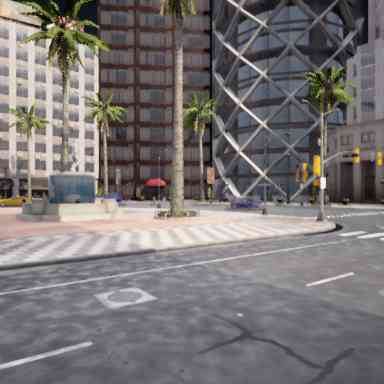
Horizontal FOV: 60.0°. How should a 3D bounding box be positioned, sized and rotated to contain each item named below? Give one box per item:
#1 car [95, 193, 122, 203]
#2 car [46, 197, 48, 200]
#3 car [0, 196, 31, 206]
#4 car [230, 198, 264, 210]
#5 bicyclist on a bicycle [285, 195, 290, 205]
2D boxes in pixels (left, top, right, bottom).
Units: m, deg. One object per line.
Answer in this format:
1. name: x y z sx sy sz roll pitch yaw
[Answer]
1. car: -15.281 1.209 59.412 5.566 2.045 2.150 0 0 3
2. car: -25.572 1.593 58.838 4.718 1.301 1.895 0 0 -10
3. car: -28.750 1.473 54.470 5.008 1.535 1.882 0 0 -14
4. car: 7.015 1.509 42.508 4.674 1.442 1.812 0 0 44
5. bicyclist on a bicycle: 15.734 1.276 54.612 0.582 1.620 1.656 0 0 42
